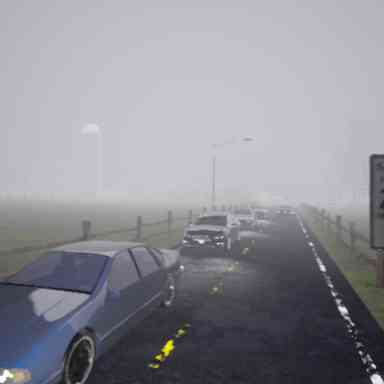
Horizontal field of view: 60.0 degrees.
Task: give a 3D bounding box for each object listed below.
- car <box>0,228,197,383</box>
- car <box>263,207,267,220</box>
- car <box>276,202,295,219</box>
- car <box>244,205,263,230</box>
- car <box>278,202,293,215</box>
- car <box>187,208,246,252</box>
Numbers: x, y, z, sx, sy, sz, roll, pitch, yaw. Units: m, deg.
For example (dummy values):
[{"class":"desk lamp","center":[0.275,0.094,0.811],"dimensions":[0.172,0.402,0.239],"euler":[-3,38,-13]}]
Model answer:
[{"class":"car","center":[-1.663,1.589,5.613],"dimensions":[2.033,1.411,5.357],"euler":[1,-1,16]},{"class":"car","center":[6.580,2.028,34.021],"dimensions":[1.994,1.385,4.181],"euler":[1,-1,17]},{"class":"car","center":[9.829,2.068,34.994],"dimensions":[2.033,1.411,5.357],"euler":[1,-1,17]},{"class":"car","center":[3.756,1.868,24.380],"dimensions":[2.033,1.411,5.357],"euler":[1,-1,16]},{"class":"car","center":[12.593,2.173,44.733],"dimensions":[1.837,1.490,4.892],"euler":[1,-1,16]},{"class":"car","center":[1.039,1.685,14.987],"dimensions":[1.837,1.490,4.892],"euler":[1,-1,16]}]
